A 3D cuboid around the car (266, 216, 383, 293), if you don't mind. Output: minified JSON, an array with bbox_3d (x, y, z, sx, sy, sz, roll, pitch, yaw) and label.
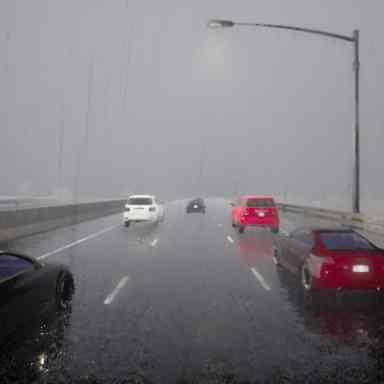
[{"bbox_3d":[3.528,1.574,8.938,1.994,1.385,4.181,0,0,0],"label":"car"}]

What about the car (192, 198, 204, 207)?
[{"bbox_3d":[1.060,1.699,56.107,1.994,1.385,4.181,0,0,2],"label":"car"}]

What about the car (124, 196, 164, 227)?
[{"bbox_3d":[-3.223,1.261,23.207,2.150,2.045,5.566,0,0,1],"label":"car"}]

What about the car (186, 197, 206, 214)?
[{"bbox_3d":[0.442,1.576,36.833,2.163,1.488,4.792,0,0,1],"label":"car"}]

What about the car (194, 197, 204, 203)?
[{"bbox_3d":[1.622,1.777,73.600,1.994,1.385,4.181,0,0,3],"label":"car"}]

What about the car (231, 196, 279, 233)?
[{"bbox_3d":[3.627,1.254,19.891,2.150,2.045,5.566,0,0,1],"label":"car"}]

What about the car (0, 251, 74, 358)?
[{"bbox_3d":[-3.380,1.568,5.090,1.994,1.385,4.181,0,0,0],"label":"car"}]
